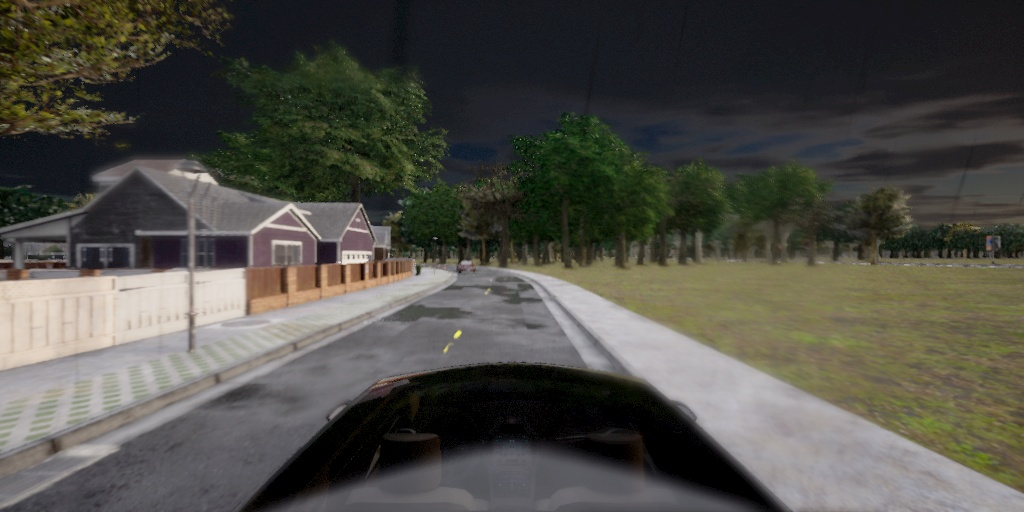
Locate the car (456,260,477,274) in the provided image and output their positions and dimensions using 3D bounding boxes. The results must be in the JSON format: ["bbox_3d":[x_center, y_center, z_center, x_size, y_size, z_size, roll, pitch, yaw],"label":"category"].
[{"bbox_3d":[-5.333,1.245,41.722,1.812,1.442,4.674,0,0,-13],"label":"car"}]

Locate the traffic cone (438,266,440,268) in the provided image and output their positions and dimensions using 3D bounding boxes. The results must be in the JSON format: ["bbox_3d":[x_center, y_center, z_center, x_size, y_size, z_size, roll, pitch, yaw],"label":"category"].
[{"bbox_3d":[-11.845,1.678,58.183,0.340,0.580,0.340,0,0,-25],"label":"traffic cone"}]
